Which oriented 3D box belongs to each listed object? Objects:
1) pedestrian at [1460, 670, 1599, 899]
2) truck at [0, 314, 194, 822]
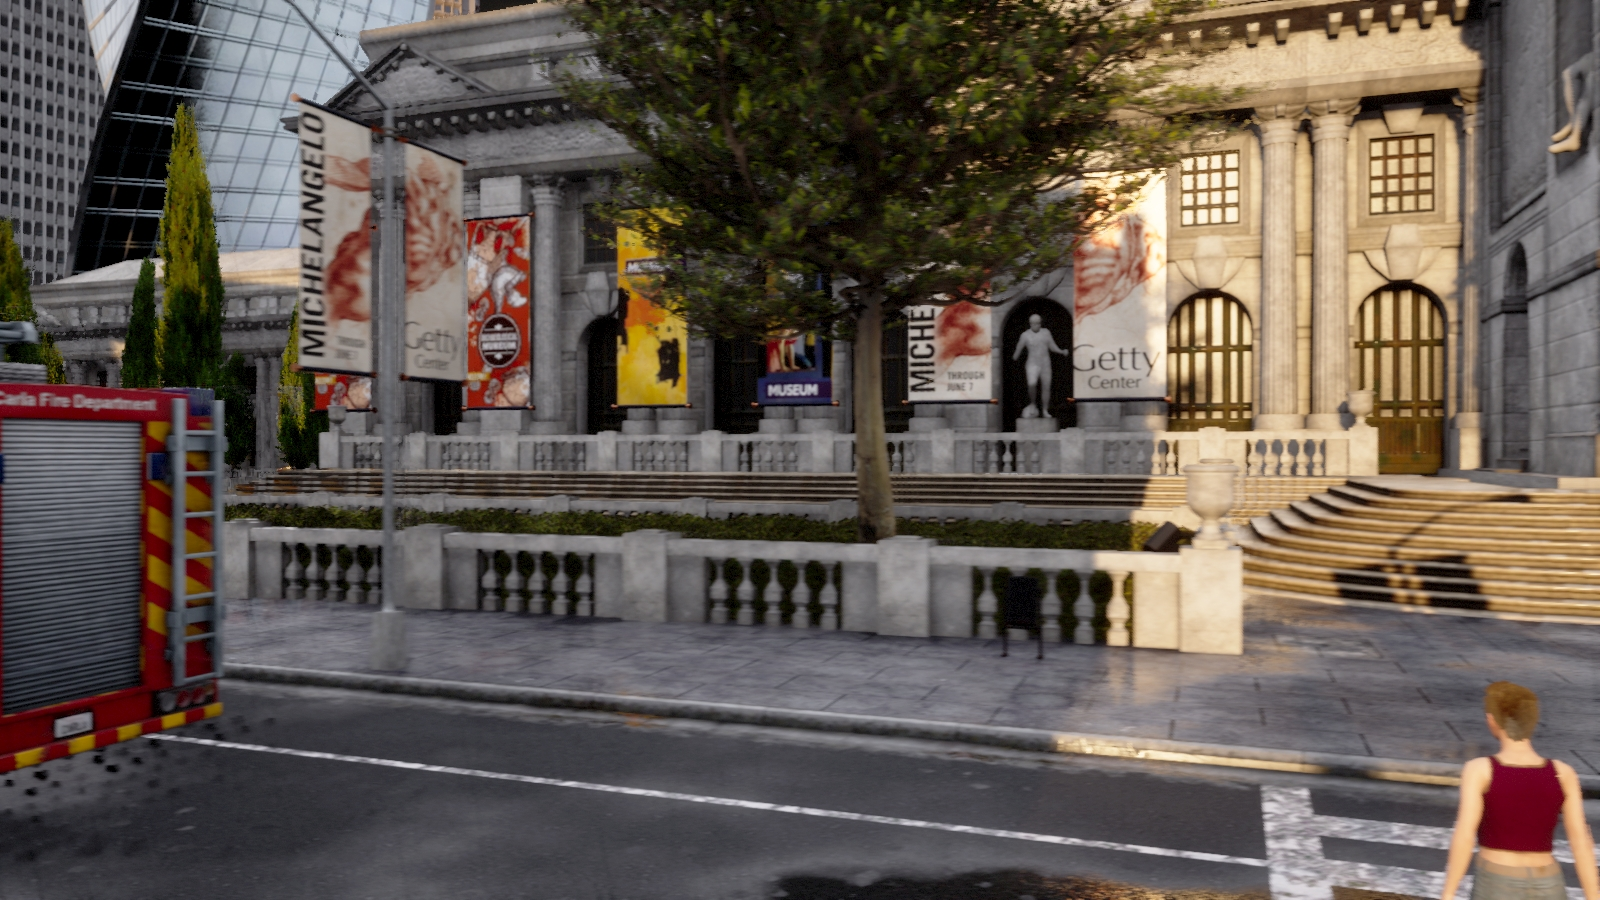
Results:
[{"bbox_3d":[2.889,1.849,4.535,0.375,1.860,0.375,0,0,14],"label":"pedestrian"},{"bbox_3d":[-9.901,0.892,10.334,8.468,3.827,2.891,0,0,20],"label":"truck"}]
